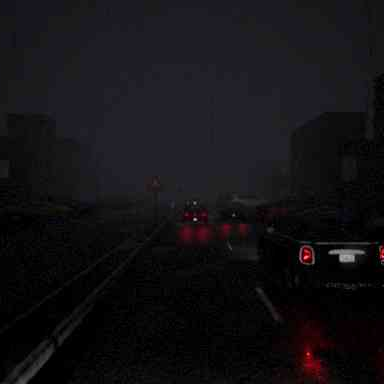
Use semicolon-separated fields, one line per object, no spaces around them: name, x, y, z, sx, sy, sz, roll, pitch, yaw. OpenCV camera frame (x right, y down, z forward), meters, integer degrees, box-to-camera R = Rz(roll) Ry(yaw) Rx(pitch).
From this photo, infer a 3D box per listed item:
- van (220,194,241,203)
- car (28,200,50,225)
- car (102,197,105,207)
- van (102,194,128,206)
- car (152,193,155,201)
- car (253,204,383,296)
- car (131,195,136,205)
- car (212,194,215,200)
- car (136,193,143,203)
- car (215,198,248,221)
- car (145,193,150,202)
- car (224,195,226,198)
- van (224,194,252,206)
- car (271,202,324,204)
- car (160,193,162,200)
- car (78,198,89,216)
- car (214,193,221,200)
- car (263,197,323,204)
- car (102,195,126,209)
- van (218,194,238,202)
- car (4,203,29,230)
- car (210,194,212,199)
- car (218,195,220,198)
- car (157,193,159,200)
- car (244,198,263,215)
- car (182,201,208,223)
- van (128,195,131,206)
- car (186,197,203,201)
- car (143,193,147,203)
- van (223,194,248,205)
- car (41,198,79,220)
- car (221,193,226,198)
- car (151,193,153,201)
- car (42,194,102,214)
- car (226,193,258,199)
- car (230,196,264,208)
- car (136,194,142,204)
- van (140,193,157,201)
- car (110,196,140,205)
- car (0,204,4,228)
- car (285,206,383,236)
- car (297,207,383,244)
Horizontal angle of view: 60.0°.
van;8.155;1.357;70.648;4.442;1.987;1.878;0;0;0
car;-12.500;1.509;21.992;5.008;1.535;2.097;0;0;1
car;-12.368;1.561;36.006;4.792;1.488;2.163;0;0;0
van;-12.425;1.320;49.904;4.442;1.987;1.878;0;0;0
car;-12.105;1.579;80.474;4.892;1.521;2.231;0;0;0
car;3.148;1.362;8.853;2.097;1.767;4.553;0;0;0
car;-12.274;1.590;55.462;4.674;1.452;2.002;0;0;0
car;8.113;1.344;78.919;5.566;2.045;2.435;0;0;0
car;-12.250;1.427;63.800;4.553;1.767;2.185;0;0;0
car;3.256;1.552;28.137;1.812;1.442;4.674;0;2;0
car;-12.133;1.435;72.135;4.553;1.767;2.185;0;0;0
car;7.923;1.580;51.220;5.008;1.535;2.097;0;0;0
van;7.844;1.355;56.861;4.442;1.987;1.878;0;0;0
car;7.755;1.565;21.138;4.674;1.452;2.002;0;0;0
car;-11.993;1.378;94.367;5.566;2.045;2.435;0;0;0
car;-12.427;1.525;30.447;4.892;1.521;2.231;0;0;0
car;7.837;1.579;67.891;5.366;1.575;1.946;0;0;0
car;7.741;1.408;23.766;4.553;1.767;2.185;0;0;0
car;-12.320;1.545;47.124;4.892;1.521;2.231;0;0;0
van;8.186;1.365;76.161;4.442;1.987;1.878;0;0;0
car;-12.549;1.534;19.337;4.792;1.488;2.163;0;0;1
car;8.141;1.628;89.947;4.892;1.521;2.231;0;0;0
car;8.004;1.621;65.132;4.674;1.452;2.002;0;0;0
car;-12.046;1.343;86.033;5.566;2.045;2.435;0;0;0
car;7.790;1.586;32.040;4.792;1.488;2.163;0;0;0
car;0.245;1.661;25.921;1.895;1.301;4.718;0;0;0
van;-12.407;1.322;52.683;4.442;1.987;1.878;0;0;0
car;0.335;1.445;41.860;2.097;1.767;4.553;0;0;0
car;-12.196;1.555;66.581;5.008;1.535;2.097;0;0;0
van;8.108;1.354;62.375;4.442;1.987;1.878;0;0;0
car;-12.457;1.519;27.667;5.008;1.535;2.097;0;0;0
car;7.973;1.330;54.102;5.566;2.045;2.435;0;0;0
car;-12.126;1.611;77.695;4.674;1.452;2.002;0;0;0
car;-12.387;1.276;33.226;5.566;2.045;2.435;0;0;0
car;7.926;1.327;45.828;5.566;2.045;2.435;0;0;0
car;7.943;1.454;48.463;4.553;1.767;2.185;0;0;0
car;-12.069;1.548;58.240;5.366;1.575;1.946;0;0;0
van;-11.922;1.391;91.589;4.442;1.987;1.878;0;0;0
car;-12.231;1.552;61.021;5.008;1.535;2.097;0;0;0
car;-12.732;1.496;16.560;5.366;1.575;1.946;0;0;1
car;7.739;1.555;18.250;4.674;1.452;2.002;0;0;0
car;7.720;1.507;15.493;5.008;1.535;2.097;0;0;0
